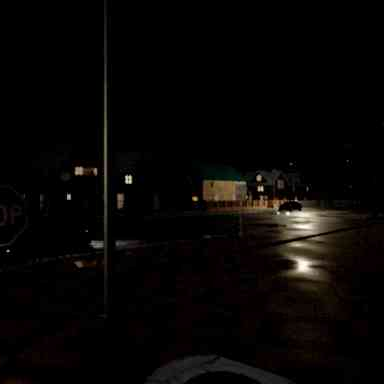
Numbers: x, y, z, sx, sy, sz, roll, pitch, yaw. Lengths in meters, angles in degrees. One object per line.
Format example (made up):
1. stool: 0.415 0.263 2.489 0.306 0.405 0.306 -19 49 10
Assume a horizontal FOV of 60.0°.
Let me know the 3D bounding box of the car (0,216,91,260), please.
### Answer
1. car: -6.018 1.604 12.663 1.994 1.385 4.181 -1 -1 43

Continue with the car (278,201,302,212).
1. car: 14.445 2.137 48.785 1.837 1.490 4.892 -1 -1 43
